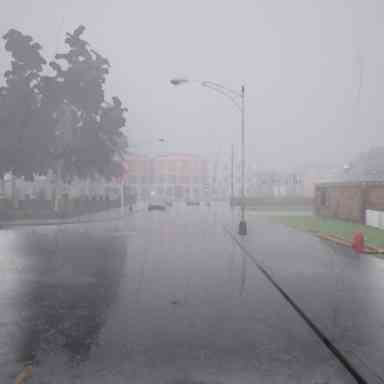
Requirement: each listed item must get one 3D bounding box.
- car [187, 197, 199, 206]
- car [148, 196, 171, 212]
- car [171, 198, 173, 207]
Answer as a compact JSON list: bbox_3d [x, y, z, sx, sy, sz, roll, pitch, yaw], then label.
[{"bbox_3d":[0.114,1.540,55.873,1.994,1.385,4.181,0,0,-1],"label":"car"},{"bbox_3d":[-4.053,1.531,39.699,2.033,1.411,5.357,0,0,0],"label":"car"},{"bbox_3d":[-4.008,1.331,49.847,2.097,1.767,4.553,0,0,1],"label":"car"}]
